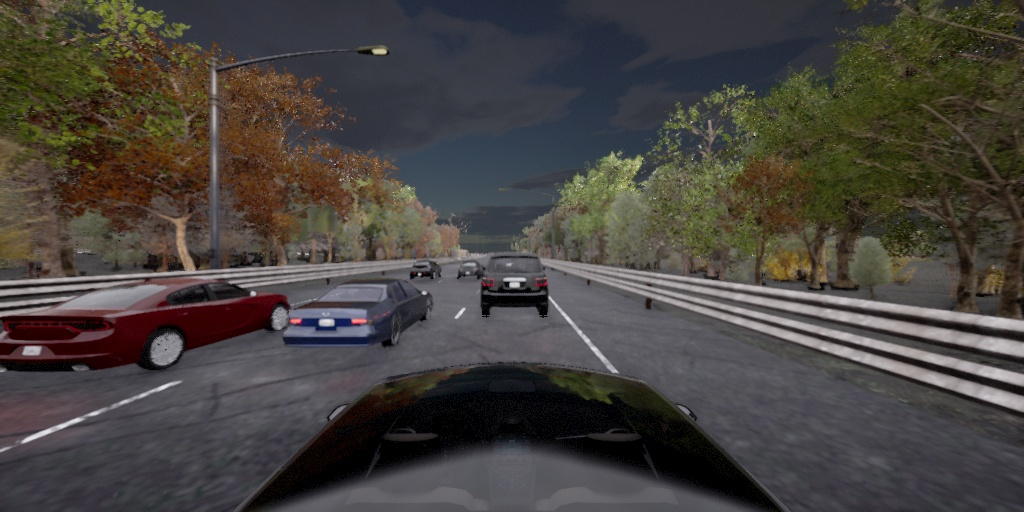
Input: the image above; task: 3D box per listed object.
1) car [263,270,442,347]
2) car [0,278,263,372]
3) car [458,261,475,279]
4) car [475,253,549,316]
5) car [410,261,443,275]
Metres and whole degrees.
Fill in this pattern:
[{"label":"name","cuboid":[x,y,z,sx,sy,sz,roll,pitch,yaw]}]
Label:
[{"label":"car","cuboid":[-3.425,1.265,9.142,2.033,1.411,5.357,0,0,0]},{"label":"car","cuboid":[-6.931,1.201,7.661,1.882,1.535,5.008,0,0,0]},{"label":"car","cuboid":[-3.464,1.144,30.411,1.812,1.442,4.674,0,0,0]},{"label":"car","cuboid":[0.078,0.920,13.144,2.150,2.045,5.566,0,0,0]},{"label":"car","cuboid":[-6.963,1.128,29.413,1.837,1.490,4.892,0,0,0]}]
